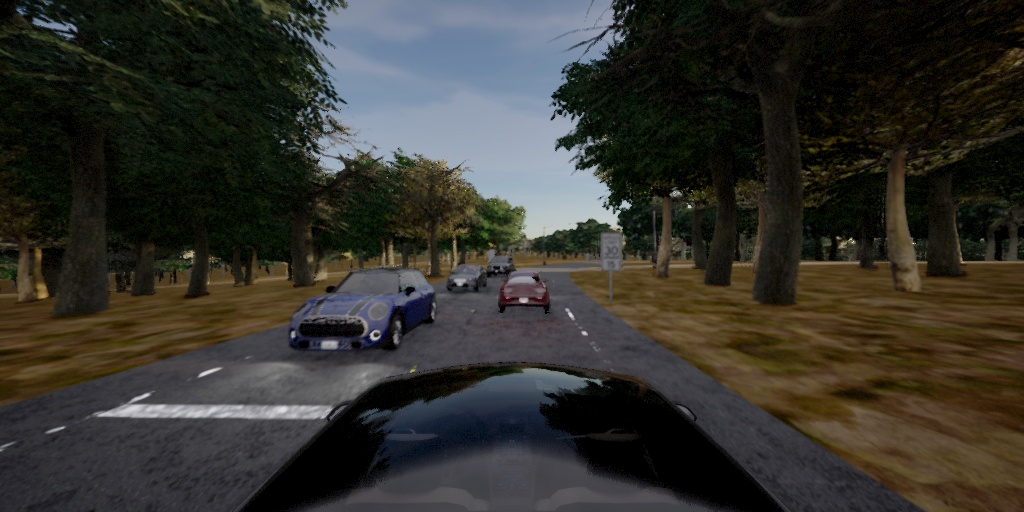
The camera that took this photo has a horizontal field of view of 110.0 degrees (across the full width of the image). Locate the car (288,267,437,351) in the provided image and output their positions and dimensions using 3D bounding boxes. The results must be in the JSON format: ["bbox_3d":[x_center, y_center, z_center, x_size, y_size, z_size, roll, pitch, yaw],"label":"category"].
[{"bbox_3d":[-3.394,1.106,9.079,2.097,1.767,4.553,0,0,2],"label":"car"}]

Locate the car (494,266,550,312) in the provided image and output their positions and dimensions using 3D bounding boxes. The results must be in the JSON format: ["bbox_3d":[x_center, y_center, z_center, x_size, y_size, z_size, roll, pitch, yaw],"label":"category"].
[{"bbox_3d":[0.506,1.296,14.155,1.812,1.442,4.674,0,0,3],"label":"car"}]

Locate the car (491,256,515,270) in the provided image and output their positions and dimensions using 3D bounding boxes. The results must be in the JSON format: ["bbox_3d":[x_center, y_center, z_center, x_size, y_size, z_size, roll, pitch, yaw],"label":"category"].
[{"bbox_3d":[-1.055,1.024,36.162,2.150,2.045,5.566,0,1,8],"label":"car"}]

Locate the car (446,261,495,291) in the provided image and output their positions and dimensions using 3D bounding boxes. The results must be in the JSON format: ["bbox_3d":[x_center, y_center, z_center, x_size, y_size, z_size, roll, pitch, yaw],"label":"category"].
[{"bbox_3d":[-2.633,1.269,22.008,2.128,1.511,4.902,0,0,5],"label":"car"}]
